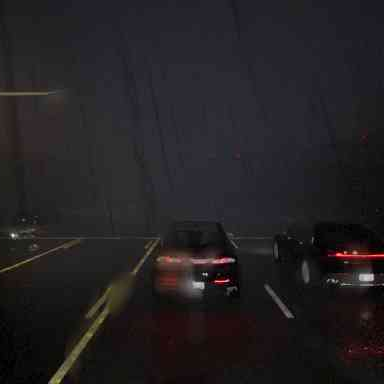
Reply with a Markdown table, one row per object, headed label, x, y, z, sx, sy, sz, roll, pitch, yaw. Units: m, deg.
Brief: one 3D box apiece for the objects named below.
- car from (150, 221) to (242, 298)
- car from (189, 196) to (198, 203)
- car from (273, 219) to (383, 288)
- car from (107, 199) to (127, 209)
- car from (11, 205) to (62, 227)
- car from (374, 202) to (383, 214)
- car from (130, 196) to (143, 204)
| label | x | y | z | sx | sy | sz | roll | pitch | yaw |
| --- | --- | --- | --- | --- | --- | --- | --- | --- | --- |
| car | 0.095 | 1.492 | 8.476 | 2.128 | 1.511 | 4.902 | 0 | 0 | 0 |
| car | 0.255 | 1.491 | 66.855 | 2.128 | 1.511 | 4.902 | 0 | 0 | 0 |
| car | 3.600 | 1.505 | 9.240 | 1.837 | 1.490 | 4.892 | 0 | 0 | 1 |
| car | -10.491 | 1.601 | 46.373 | 1.895 | 1.301 | 4.718 | 0 | 0 | 0 |
| car | -10.548 | 1.564 | 22.808 | 1.994 | 1.385 | 4.181 | 0 | 0 | 0 |
| car | 18.108 | 1.061 | 28.274 | 4.902 | 1.511 | 2.128 | -5 | 0 | 0 |
| car | -10.408 | 1.492 | 62.277 | 2.128 | 1.511 | 4.902 | 0 | 0 | 1 |
